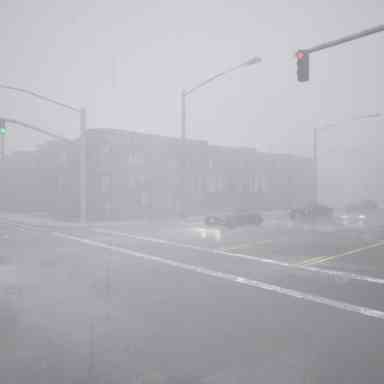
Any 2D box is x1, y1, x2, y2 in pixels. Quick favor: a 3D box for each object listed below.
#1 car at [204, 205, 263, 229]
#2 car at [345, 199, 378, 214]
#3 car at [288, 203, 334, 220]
[{"bbox_3d":[2.733,1.565,21.584,4.181,1.385,1.994,0,0,-42],"label":"car"},{"bbox_3d":[18.078,1.479,35.388,5.008,1.535,1.882,0,0,-42],"label":"car"},{"bbox_3d":[10.160,1.602,28.278,4.718,1.301,1.895,0,0,-42],"label":"car"}]
